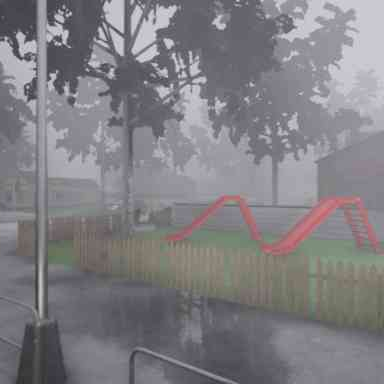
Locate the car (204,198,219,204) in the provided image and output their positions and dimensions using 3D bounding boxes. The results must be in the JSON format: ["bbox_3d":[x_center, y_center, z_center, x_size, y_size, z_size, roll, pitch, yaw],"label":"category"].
[{"bbox_3d":[2.421,1.475,43.143,2.128,1.511,4.902,0,0,36],"label":"car"}]

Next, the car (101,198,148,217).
[{"bbox_3d":[-6.266,1.336,30.977,2.097,1.767,4.553,0,0,35],"label":"car"}]

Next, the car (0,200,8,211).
[{"bbox_3d":[-20.396,1.275,33.530,4.181,1.381,1.994,0,0,35],"label":"car"}]
